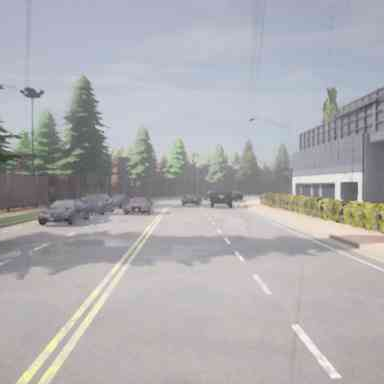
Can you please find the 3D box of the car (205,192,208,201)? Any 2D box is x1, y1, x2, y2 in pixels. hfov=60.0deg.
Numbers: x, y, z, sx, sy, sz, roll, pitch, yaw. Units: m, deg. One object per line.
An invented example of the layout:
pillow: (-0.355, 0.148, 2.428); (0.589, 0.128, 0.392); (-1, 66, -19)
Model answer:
car: (3.375, 0.545, 49.930); (1.837, 1.490, 4.892); (0, 1, 23)

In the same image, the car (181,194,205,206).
car: (0.050, 0.861, 38.669); (1.895, 1.301, 4.718); (0, 1, 8)

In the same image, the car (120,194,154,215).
car: (-4.162, 1.097, 26.607); (1.994, 1.385, 4.181); (0, 1, -1)

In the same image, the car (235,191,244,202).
car: (6.044, 0.571, 47.704); (2.128, 1.511, 4.902); (0, 1, 24)

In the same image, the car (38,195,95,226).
car: (-7.561, 1.150, 20.095); (1.812, 1.442, 4.674); (0, 1, -1)

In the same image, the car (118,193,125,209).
car: (-7.603, 0.859, 33.545); (2.128, 1.511, 4.902); (0, 1, 2)

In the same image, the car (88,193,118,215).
car: (-7.662, 0.919, 26.542); (2.097, 1.767, 4.553); (0, 1, -1)

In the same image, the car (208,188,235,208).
car: (3.036, 0.552, 34.804); (2.150, 2.045, 5.566); (0, 1, 4)
